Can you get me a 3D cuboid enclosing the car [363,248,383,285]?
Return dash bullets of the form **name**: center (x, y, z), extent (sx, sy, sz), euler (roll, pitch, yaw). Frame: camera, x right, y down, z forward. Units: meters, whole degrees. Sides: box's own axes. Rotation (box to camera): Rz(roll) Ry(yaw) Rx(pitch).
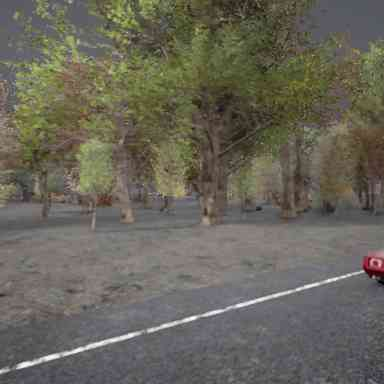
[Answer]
- **car**: center (6.408, 1.677, 8.492), extent (4.718, 1.301, 1.895), euler (0, -1, -36)
